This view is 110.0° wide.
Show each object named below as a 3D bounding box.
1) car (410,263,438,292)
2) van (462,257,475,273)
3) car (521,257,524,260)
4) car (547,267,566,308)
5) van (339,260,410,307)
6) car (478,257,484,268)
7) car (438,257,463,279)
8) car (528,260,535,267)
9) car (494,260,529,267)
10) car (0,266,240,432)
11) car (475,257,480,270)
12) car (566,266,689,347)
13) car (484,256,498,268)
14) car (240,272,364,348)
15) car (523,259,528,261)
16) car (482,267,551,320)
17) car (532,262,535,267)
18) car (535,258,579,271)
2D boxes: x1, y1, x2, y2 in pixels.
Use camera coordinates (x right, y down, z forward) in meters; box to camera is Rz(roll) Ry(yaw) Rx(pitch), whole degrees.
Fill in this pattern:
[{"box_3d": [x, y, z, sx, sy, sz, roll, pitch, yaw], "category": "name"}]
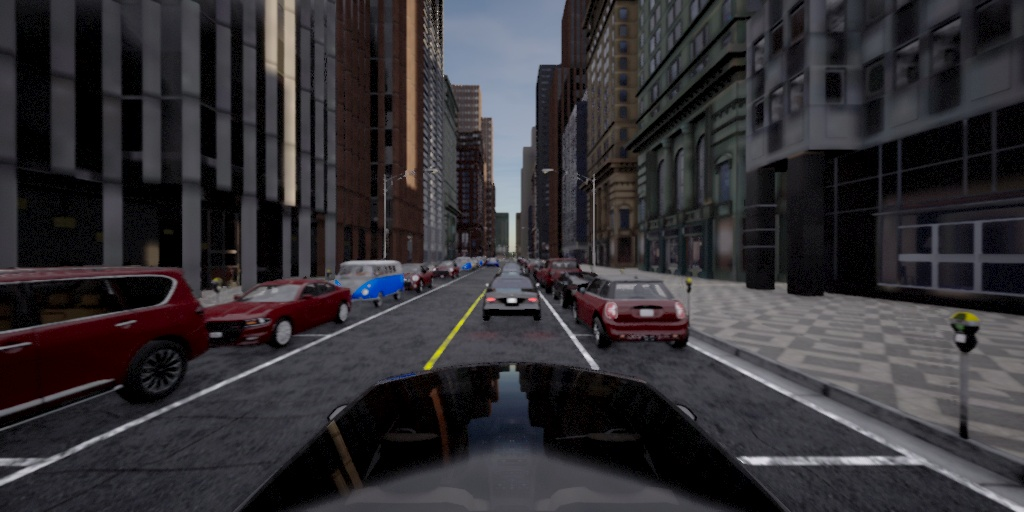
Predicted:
[{"box_3d": [-5.786, 1.166, 20.512, 1.967, 1.591, 4.097, 0, 0, 0], "category": "car"}, {"box_3d": [-5.813, 1.038, 43.059, 1.690, 1.789, 3.998, 0, 0, 0], "category": "van"}, {"box_3d": [2.698, 1.251, 54.348, 1.948, 1.339, 4.313, 0, 0, 0], "category": "car"}, {"box_3d": [2.746, 1.299, 14.895, 1.948, 1.339, 4.313, 0, 0, 0], "category": "car"}, {"box_3d": [-5.779, 1.074, 14.875, 1.690, 1.789, 3.998, 0, 0, 0], "category": "van"}, {"box_3d": [-5.827, 1.236, 54.331, 2.007, 1.370, 4.403, 0, 0, 0], "category": "car"}, {"box_3d": [-5.800, 1.151, 31.786, 1.967, 1.591, 4.097, 0, 0, 0], "category": "car"}, {"box_3d": [2.725, 1.277, 31.804, 1.948, 1.339, 4.313, 0, 0, 0], "category": "car"}, {"box_3d": [-0.007, 1.265, 27.524, 2.033, 1.411, 5.357, 0, 0, 1], "category": "car"}, {"box_3d": [-5.765, 1.062, 3.601, 2.192, 1.841, 5.009, 0, 0, 0], "category": "car"}, {"box_3d": [-5.820, 1.217, 48.525, 1.751, 1.417, 4.829, 0, 0, 0], "category": "car"}, {"box_3d": [2.753, 1.180, 9.258, 1.967, 1.591, 4.097, 0, 0, 0], "category": "car"}, {"box_3d": [-3.131, 1.159, 59.015, 1.882, 1.535, 5.008, 0, 0, 0], "category": "car"}, {"box_3d": [-5.772, 1.286, 9.239, 1.888, 1.381, 4.507, 0, 0, 0], "category": "car"}, {"box_3d": [2.712, 1.137, 43.076, 1.967, 1.591, 4.097, 0, 0, 0], "category": "car"}, {"box_3d": [0.011, 1.284, 12.474, 2.033, 1.411, 5.357, 0, 0, 0], "category": "car"}, {"box_3d": [2.732, 1.264, 26.168, 1.888, 1.381, 4.507, 0, 0, 0], "category": "car"}, {"box_3d": [2.739, 1.041, 20.532, 2.192, 1.841, 5.009, 0, 0, 0], "category": "car"}]
